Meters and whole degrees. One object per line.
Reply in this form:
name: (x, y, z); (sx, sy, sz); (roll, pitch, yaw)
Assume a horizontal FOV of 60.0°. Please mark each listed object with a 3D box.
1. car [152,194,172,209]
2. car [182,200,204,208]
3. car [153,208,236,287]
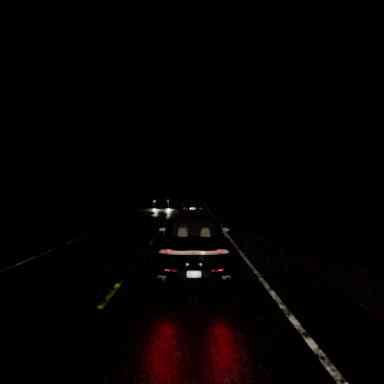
car: (-3.599, 1.069, 40.838); (2.097, 1.767, 4.553); (0, 0, 0)
car: (0.081, 1.355, 28.891); (2.033, 1.411, 5.357); (0, 0, 0)
car: (0.058, 1.436, 9.161); (2.128, 1.511, 4.902); (0, 0, 0)
